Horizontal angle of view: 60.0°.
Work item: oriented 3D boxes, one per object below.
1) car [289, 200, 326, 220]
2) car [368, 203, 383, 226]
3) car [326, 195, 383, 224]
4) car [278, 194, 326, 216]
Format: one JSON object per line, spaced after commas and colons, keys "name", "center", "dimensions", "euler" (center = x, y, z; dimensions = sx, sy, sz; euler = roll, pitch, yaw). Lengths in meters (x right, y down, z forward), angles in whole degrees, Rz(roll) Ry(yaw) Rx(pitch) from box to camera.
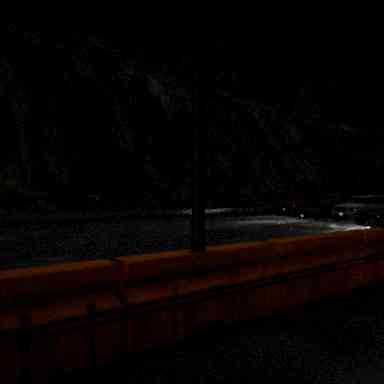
{"name": "car", "center": [10.854, 1.625, 28.162], "dimensions": [4.718, 1.301, 1.895], "euler": [0, 0, -31]}
{"name": "car", "center": [13.928, 1.586, 21.812], "dimensions": [4.181, 1.385, 1.994], "euler": [0, 0, -31]}
{"name": "car", "center": [13.203, 1.245, 25.506], "dimensions": [5.566, 2.045, 2.150], "euler": [0, 0, -30]}
{"name": "car", "center": [10.915, 1.247, 32.251], "dimensions": [5.566, 2.045, 2.150], "euler": [0, 0, -30]}
